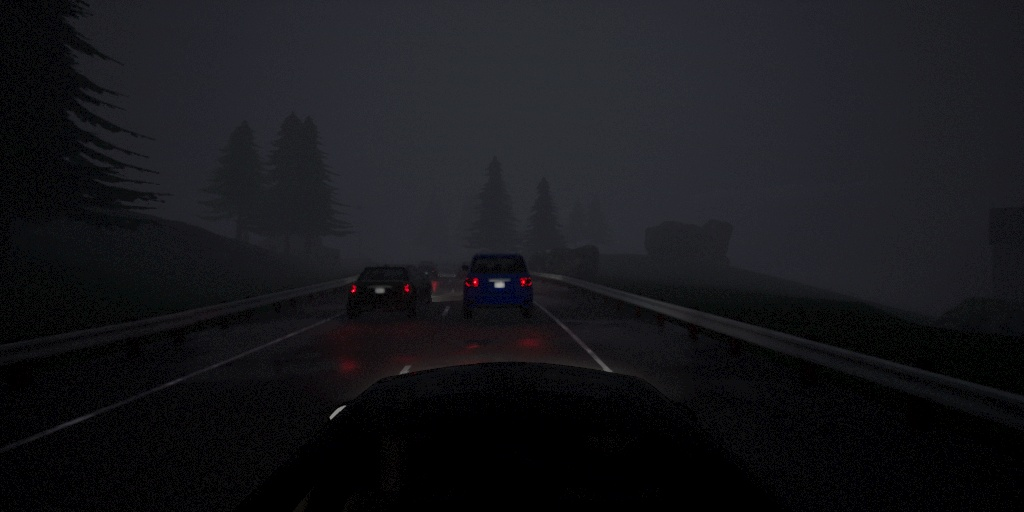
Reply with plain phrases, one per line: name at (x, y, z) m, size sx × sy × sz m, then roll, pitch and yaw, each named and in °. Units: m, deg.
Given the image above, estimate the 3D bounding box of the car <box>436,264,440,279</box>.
car at (-7.293, 1.135, 30.472) m, size 1.812 × 1.442 × 4.674 m, roll 0°, pitch 0°, yaw -14°

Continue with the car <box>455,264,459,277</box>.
car at (-3.654, 1.164, 30.222) m, size 1.994 × 1.385 × 4.181 m, roll 0°, pitch 0°, yaw -14°

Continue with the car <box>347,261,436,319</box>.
car at (-4.171, 1.051, 12.884) m, size 2.097 × 1.767 × 4.553 m, roll 0°, pitch 0°, yaw -6°

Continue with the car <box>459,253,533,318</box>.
car at (-0.607, 0.909, 12.882) m, size 2.150 × 2.045 × 5.566 m, roll 0°, pitch 0°, yaw -5°
